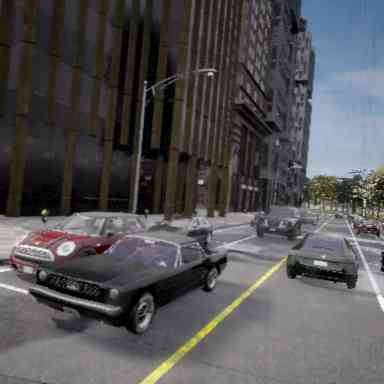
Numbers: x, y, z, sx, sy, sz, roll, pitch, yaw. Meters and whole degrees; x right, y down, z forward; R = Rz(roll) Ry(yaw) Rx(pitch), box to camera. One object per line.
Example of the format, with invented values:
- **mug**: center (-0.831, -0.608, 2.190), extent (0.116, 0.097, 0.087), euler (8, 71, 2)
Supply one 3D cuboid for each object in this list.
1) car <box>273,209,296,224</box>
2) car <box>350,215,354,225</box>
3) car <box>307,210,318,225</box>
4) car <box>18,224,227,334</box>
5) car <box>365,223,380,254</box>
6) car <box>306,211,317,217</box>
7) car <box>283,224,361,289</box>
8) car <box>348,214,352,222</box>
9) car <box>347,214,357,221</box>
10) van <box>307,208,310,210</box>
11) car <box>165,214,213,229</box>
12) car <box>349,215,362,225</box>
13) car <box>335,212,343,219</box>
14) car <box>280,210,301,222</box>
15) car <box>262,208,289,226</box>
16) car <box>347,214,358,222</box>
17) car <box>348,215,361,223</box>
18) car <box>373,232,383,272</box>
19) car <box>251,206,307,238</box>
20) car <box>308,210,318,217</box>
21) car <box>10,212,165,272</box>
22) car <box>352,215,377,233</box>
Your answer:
- **car**: center (11.177, 2.886, 40.151), extent (1.967, 1.590, 4.097), euler (4, -1, 24)
- **car**: center (21.216, 3.938, 41.773), extent (1.802, 1.307, 4.206), euler (4, -1, 24)
- **car**: center (13.836, 3.225, 39.354), extent (1.837, 1.490, 4.892), euler (5, -1, 24)
- **car**: center (-0.863, 1.587, 6.995), extent (1.895, 1.301, 4.718), euler (5, -1, 25)
- **car**: center (9.685, 2.528, 16.104), extent (1.752, 1.417, 4.829), euler (4, -1, 24)
- **car**: center (27.407, 5.003, 76.303), extent (1.947, 1.339, 4.313), euler (4, -1, 24)
- **car**: center (4.410, 2.053, 11.091), extent (1.994, 1.385, 4.181), euler (5, -1, 24)
- **car**: center (23.539, 4.186, 46.940), extent (2.008, 1.369, 4.403), euler (4, -1, 24)
- **car**: center (37.455, 5.931, 77.927), extent (1.947, 1.339, 4.313), euler (4, -1, 24)
- **van**: center (18.147, 3.625, 55.648), extent (1.690, 1.788, 3.998), euler (4, -1, 24)
- **car**: center (-0.438, 1.652, 14.325), extent (2.008, 1.369, 4.403), euler (4, -1, 24)
- **car**: center (28.177, 4.780, 57.268), extent (1.802, 1.307, 4.206), euler (4, -1, 24)
- **car**: center (35.291, 5.726, 79.808), extent (1.812, 1.442, 4.674), euler (5, -1, 24)
- **car**: center (13.489, 3.275, 45.315), extent (2.008, 1.369, 4.403), euler (4, -1, 24)
- **car**: center (8.856, 2.610, 34.985), extent (1.967, 1.590, 4.097), euler (4, -1, 24)
- **car**: center (35.138, 5.614, 72.764), extent (1.887, 1.381, 4.507), euler (4, -1, 24)
- **car**: center (30.499, 5.035, 62.434), extent (2.008, 1.369, 4.403), euler (4, -1, 24)
- **car**: center (7.290, 2.300, 10.785), extent (1.947, 1.339, 4.313), euler (4, -1, 24)
- **car**: center (5.830, 1.953, 21.719), extent (2.150, 2.045, 5.566), euler (5, -1, 24)
- **car**: center (29.727, 5.284, 81.468), extent (2.008, 1.369, 4.403), euler (4, -1, 24)
- **car**: center (-2.751, 1.284, 9.160), extent (1.967, 1.590, 4.097), euler (4, -1, 24)
- **car**: center (16.585, 3.242, 31.445), extent (1.967, 1.590, 4.097), euler (4, -1, 24)
